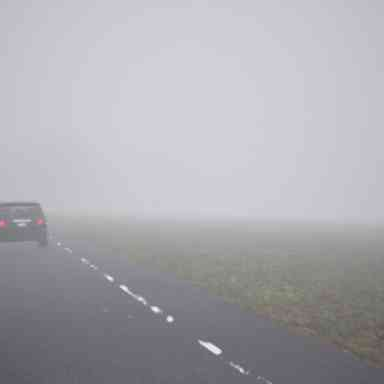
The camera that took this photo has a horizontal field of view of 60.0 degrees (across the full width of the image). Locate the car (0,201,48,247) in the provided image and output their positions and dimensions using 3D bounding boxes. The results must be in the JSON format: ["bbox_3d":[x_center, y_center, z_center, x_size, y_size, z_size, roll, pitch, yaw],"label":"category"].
[{"bbox_3d":[-8.201,1.421,15.588,2.150,2.045,5.566,0,-1,-31],"label":"car"}]
